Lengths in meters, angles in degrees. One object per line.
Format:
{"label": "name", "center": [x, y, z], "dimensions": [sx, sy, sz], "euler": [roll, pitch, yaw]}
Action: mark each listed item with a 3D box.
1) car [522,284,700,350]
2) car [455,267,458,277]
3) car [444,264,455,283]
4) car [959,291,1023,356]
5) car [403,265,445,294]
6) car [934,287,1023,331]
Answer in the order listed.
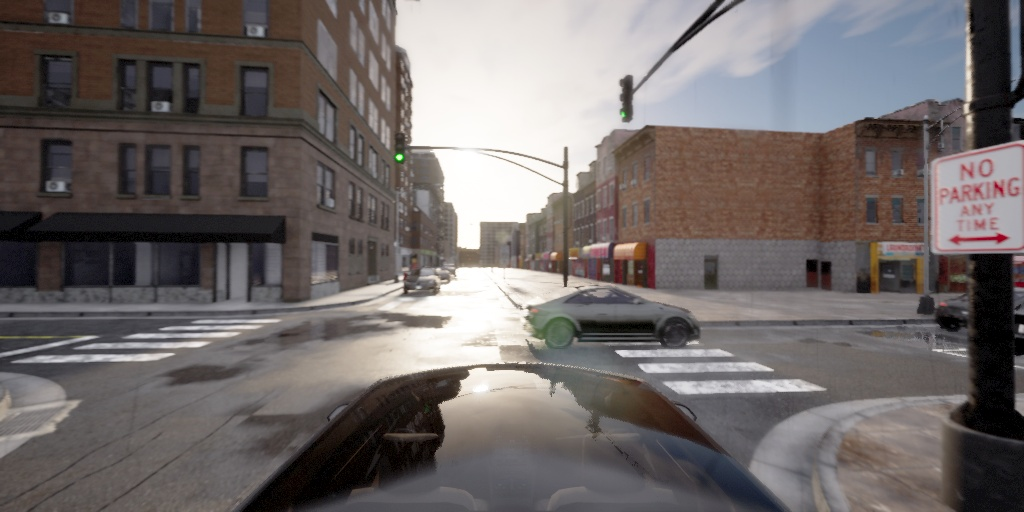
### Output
{"label": "car", "center": [2.336, 1.405, 8.894], "dimensions": [4.181, 1.385, 1.994], "euler": [1, -1, -6]}
{"label": "car", "center": [-7.639, 1.710, 43.451], "dimensions": [2.128, 1.511, 4.902], "euler": [0, -1, -6]}
{"label": "car", "center": [-6.366, 1.605, 31.604], "dimensions": [1.994, 1.385, 4.181], "euler": [0, -1, -5]}
{"label": "car", "center": [12.377, 1.530, 7.338], "dimensions": [4.313, 1.339, 1.948], "euler": [0, 0, -6]}
{"label": "car", "center": [-5.314, 1.441, 21.690], "dimensions": [1.812, 1.442, 4.674], "euler": [0, -1, -6]}
{"label": "car", "center": [14.846, 1.589, 10.268], "dimensions": [4.181, 1.385, 1.994], "euler": [1, -1, -6]}
